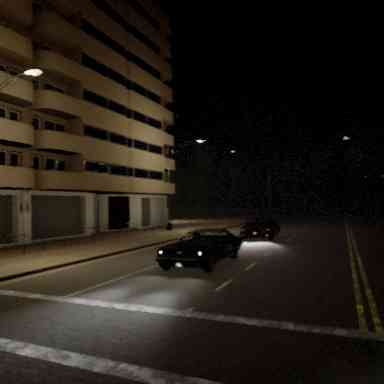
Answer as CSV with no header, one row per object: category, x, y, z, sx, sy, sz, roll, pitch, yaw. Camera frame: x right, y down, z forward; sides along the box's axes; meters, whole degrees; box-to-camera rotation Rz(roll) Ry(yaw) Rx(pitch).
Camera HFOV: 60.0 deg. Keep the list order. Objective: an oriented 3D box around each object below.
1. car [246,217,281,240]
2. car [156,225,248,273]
car,4.613,2.367,22.030,1.994,1.385,4.181,-3,-3,24
car,0.485,2.146,12.940,1.895,1.301,4.718,-3,-3,24
